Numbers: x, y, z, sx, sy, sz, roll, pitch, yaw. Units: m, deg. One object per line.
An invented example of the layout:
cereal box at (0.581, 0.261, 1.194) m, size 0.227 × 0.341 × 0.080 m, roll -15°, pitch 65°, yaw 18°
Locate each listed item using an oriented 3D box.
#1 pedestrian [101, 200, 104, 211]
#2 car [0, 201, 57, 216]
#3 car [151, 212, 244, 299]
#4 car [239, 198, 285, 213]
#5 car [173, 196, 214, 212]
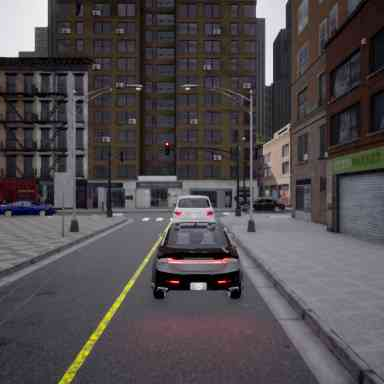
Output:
pedestrian at (-10.174, 1.496, 37.960) m, size 0.375 × 1.300 × 0.375 m, roll 0°, pitch 0°, yaw -1°
car at (-15.487, 1.576, 31.649) m, size 5.008 × 1.535 × 1.882 m, roll 0°, pitch 0°, yaw -2°
car at (0.097, 1.490, 8.440) m, size 2.128 × 1.511 × 4.902 m, roll 0°, pitch 0°, yaw 0°
car at (7.241, 1.419, 34.919) m, size 4.892 × 1.490 × 1.837 m, roll -1°, pitch 0°, yaw -4°
car at (0.092, 1.214, 18.894) m, size 2.150 × 2.045 × 5.566 m, roll 0°, pitch 0°, yaw 0°
